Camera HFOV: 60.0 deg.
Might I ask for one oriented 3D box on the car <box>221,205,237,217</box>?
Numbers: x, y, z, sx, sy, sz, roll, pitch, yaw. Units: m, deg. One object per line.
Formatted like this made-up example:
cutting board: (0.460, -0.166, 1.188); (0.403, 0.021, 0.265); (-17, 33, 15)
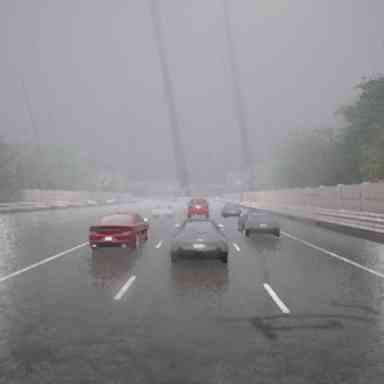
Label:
car: (4.170, 2.031, 35.733); (1.994, 1.385, 4.181); (0, -1, 1)

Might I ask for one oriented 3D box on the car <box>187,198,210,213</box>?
car: (0.656, 1.673, 34.825); (2.150, 2.045, 5.566); (0, -1, 1)

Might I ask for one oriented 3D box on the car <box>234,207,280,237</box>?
car: (3.909, 1.821, 20.024); (1.994, 1.385, 4.181); (0, -1, 1)

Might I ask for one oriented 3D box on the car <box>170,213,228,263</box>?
car: (0.274, 1.724, 12.687); (1.994, 1.385, 4.181); (0, -1, 1)

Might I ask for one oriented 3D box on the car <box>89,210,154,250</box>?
car: (-3.175, 1.668, 15.318); (1.882, 1.535, 5.008); (0, 0, 1)

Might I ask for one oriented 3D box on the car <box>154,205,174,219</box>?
car: (-2.852, 2.044, 34.410); (1.895, 1.301, 4.718); (0, -1, 1)
